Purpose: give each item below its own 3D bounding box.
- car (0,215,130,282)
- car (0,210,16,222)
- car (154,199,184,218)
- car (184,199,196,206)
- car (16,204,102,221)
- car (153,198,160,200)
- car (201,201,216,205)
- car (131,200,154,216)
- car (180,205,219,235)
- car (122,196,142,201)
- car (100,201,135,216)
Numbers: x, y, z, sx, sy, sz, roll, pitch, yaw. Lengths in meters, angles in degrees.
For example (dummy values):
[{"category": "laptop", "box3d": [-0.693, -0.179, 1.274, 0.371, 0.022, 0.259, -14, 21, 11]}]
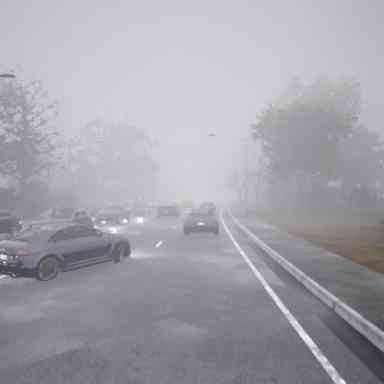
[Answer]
[{"category": "car", "box3d": [-3.802, 1.641, 10.215, 1.994, 1.385, 4.181, 0, 0, 29]}, {"category": "car", "box3d": [-10.270, 1.614, 16.279, 2.128, 1.511, 4.902, 0, 0, 2]}, {"category": "car", "box3d": [-2.201, 1.728, 33.293, 1.882, 1.535, 5.008, 0, 0, 4]}, {"category": "car", "box3d": [-0.524, 1.871, 52.353, 1.882, 1.535, 5.008, 0, 0, 6]}, {"category": "car", "box3d": [-6.723, 1.624, 17.556, 2.128, 1.511, 4.902, 0, 0, 2]}, {"category": "car", "box3d": [-4.789, 1.699, 46.246, 2.097, 1.767, 4.553, 0, 0, 5]}, {"category": "car", "box3d": [2.095, 1.888, 43.183, 1.994, 1.385, 4.181, 0, 0, 5]}, {"category": "car", "box3d": [-5.679, 1.871, 36.019, 1.895, 1.301, 4.718, 0, 0, 5]}, {"category": "car", "box3d": [0.577, 1.715, 20.067, 1.994, 1.385, 4.181, 0, 0, 2]}, {"category": "car", "box3d": [-8.312, 1.568, 46.141, 2.150, 2.045, 5.566, 0, 0, 5]}, {"category": "car", "box3d": [-6.298, 1.707, 26.847, 1.837, 1.490, 4.892, 0, 0, 4]}]
